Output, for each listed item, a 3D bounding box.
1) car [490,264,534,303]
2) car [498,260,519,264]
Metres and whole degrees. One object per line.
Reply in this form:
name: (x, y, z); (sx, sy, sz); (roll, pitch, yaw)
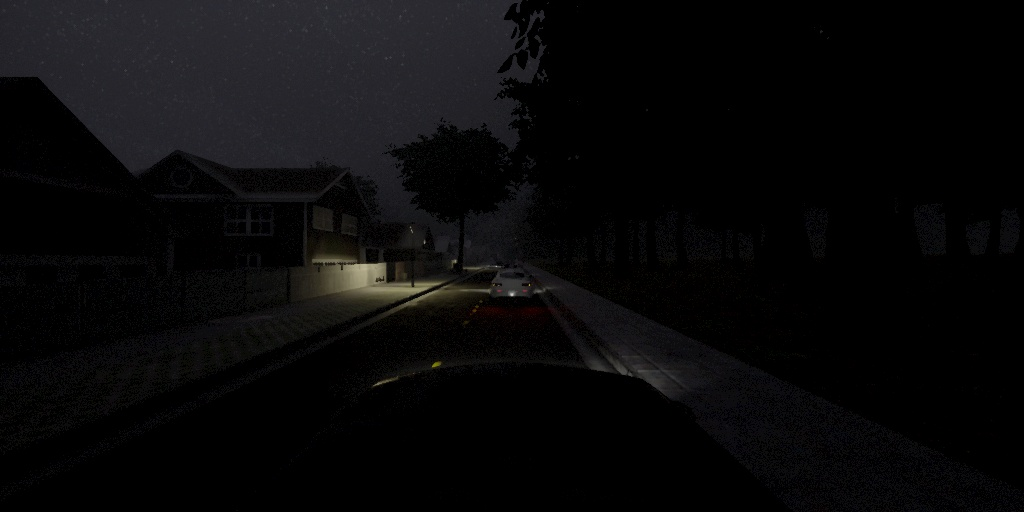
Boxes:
car: (0.000, 1.288, 16.517); (1.812, 1.442, 4.674); (0, 0, 0)
car: (0.000, 1.305, 31.520); (1.812, 1.442, 4.674); (0, 0, 0)
